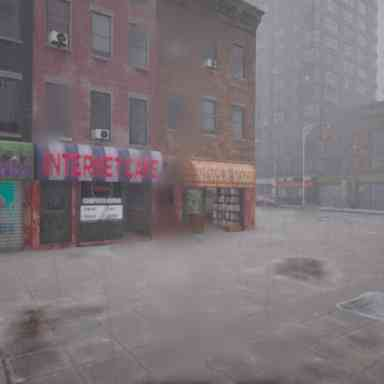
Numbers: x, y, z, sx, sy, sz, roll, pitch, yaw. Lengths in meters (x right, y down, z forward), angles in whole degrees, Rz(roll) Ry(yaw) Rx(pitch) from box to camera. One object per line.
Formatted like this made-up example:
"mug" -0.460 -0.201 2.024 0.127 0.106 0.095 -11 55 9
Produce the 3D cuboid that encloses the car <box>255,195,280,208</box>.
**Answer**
"car" 8.069 1.081 38.502 1.812 1.442 4.674 1 1 -35
